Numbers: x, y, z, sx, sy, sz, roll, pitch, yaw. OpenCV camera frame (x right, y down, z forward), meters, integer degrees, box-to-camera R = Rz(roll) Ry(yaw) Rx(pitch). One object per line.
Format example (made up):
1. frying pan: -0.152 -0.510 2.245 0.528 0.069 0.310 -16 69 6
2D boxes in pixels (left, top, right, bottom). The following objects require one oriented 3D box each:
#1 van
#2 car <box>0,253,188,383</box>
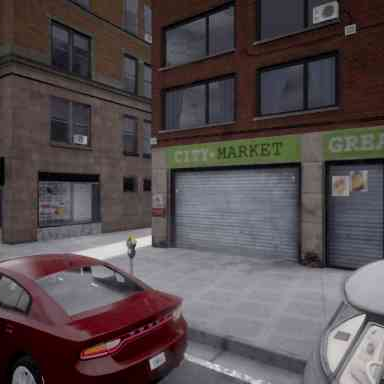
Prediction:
1. van: 2.452 1.341 1.327 3.998 1.788 1.690 0 0 35
2. car: -2.158 1.545 4.612 4.507 1.381 1.887 0 0 35
